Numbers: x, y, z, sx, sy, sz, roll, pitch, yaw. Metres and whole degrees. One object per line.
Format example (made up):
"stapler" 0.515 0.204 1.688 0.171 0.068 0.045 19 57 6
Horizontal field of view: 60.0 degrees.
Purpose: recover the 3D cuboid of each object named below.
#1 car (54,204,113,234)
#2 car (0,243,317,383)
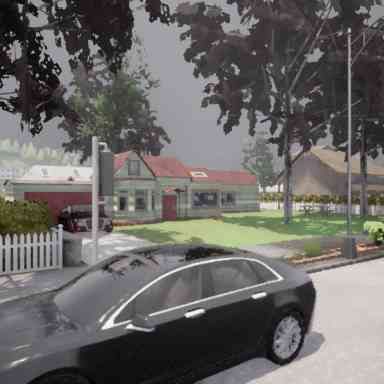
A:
"car" -5.461 1.300 16.571 1.994 1.381 4.181 0 0 -34
"car" -0.412 1.505 4.302 4.892 1.490 1.837 0 0 -34
